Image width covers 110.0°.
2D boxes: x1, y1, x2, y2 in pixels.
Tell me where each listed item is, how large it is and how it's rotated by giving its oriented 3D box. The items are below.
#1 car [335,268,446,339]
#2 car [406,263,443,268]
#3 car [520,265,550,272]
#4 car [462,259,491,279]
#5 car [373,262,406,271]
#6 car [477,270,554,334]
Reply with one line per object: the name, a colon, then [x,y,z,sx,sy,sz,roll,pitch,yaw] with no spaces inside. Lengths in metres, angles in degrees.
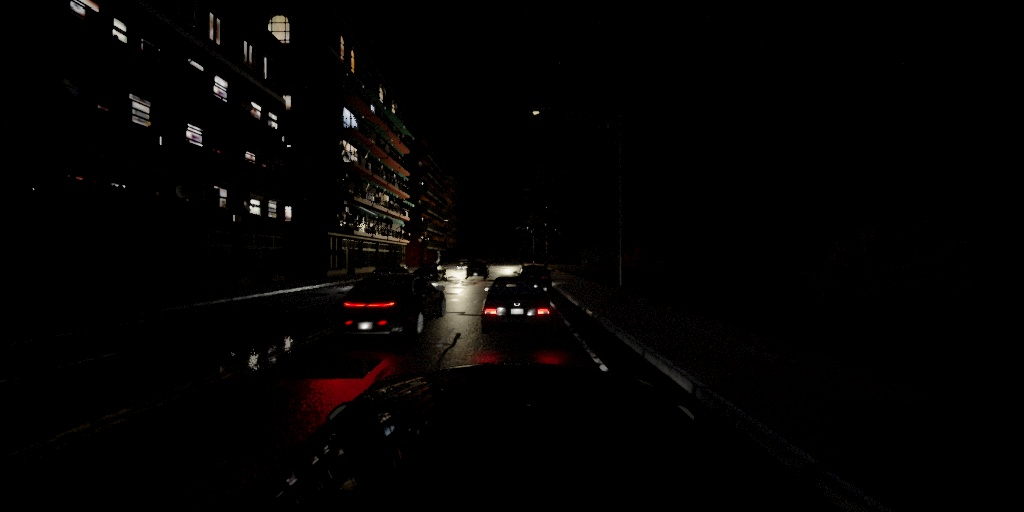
car: [-3.139,1.255,10.098,1.837,1.490,4.892,0,0,0]
car: [-6.552,1.299,28.779,2.033,1.411,5.357,0,0,0]
car: [1.169,1.257,20.296,1.837,1.490,4.892,0,0,0]
car: [-3.096,1.259,32.859,1.837,1.490,4.892,0,0,0]
car: [-9.802,1.244,29.262,2.128,1.511,4.902,0,0,0]
car: [0.116,1.299,10.608,2.033,1.411,5.357,0,0,0]
